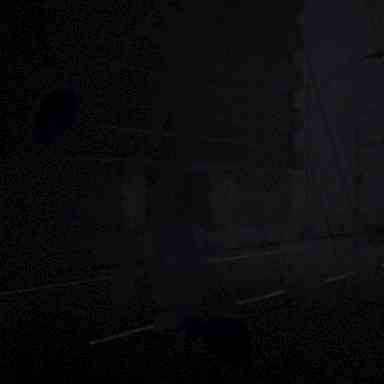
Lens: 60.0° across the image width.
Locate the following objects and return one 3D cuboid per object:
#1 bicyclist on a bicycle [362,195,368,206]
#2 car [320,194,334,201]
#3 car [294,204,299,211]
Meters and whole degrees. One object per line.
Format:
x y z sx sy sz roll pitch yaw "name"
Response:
25.413 1.298 48.771 1.656 1.620 0.582 0 0 -35 "bicyclist on a bicycle"
33.117 1.295 80.869 4.553 1.767 2.097 0 0 -30 "car"
10.275 1.524 39.088 1.812 1.442 4.674 0 0 -35 "car"
